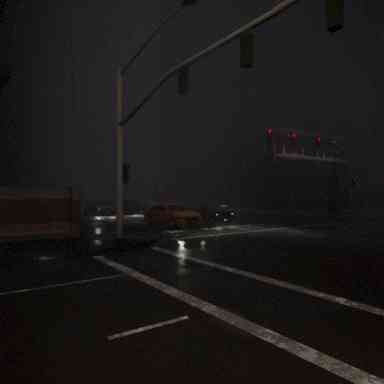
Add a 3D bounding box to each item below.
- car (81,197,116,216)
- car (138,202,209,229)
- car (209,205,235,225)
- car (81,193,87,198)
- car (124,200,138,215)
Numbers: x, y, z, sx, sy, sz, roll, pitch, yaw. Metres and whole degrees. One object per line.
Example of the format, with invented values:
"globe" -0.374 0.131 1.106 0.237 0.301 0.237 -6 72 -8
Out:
"car" -9.160 1.526 32.602 1.812 1.442 4.674 0 1 -36
"car" -1.356 1.478 21.742 1.882 1.535 5.008 0 0 -36
"car" 0.989 1.601 24.518 1.895 1.301 4.718 0 0 -36
"car" -17.124 1.223 49.750 2.150 2.045 5.566 0 0 -35
"car" -6.510 1.547 34.915 2.033 1.411 5.357 0 0 -36
